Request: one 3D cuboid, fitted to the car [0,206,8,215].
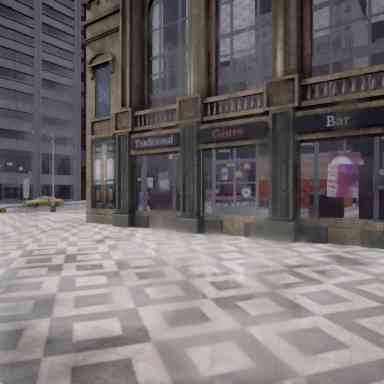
[{"bbox_3d":[-18.034,1.341,27.664,1.752,1.417,4.829,1,2,36],"label":"car"}]

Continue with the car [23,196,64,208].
[{"bbox_3d":[-18.517,1.144,41.565,1.752,1.417,4.829,1,2,36],"label":"car"}]
